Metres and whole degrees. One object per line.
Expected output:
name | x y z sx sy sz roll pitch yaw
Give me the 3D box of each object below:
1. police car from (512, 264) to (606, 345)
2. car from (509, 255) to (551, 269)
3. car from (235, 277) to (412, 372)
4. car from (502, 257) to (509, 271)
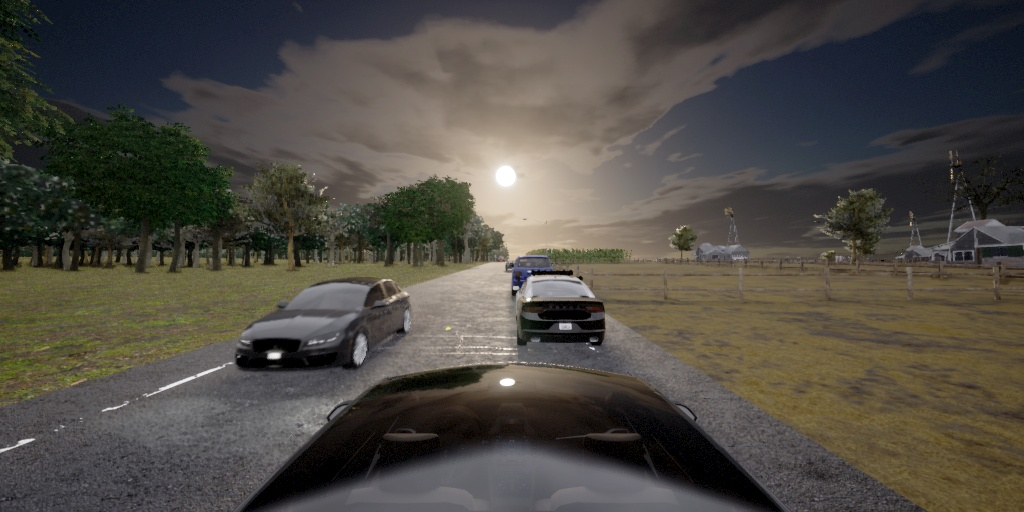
police car | 1.051 1.181 9.628 1.930 1.638 5.238 0 0 0
car | 1.054 0.983 19.560 2.150 2.045 5.566 0 0 0
car | -3.600 1.259 7.859 1.837 1.490 4.892 0 0 0
car | 0.048 1.253 50.136 2.128 1.511 4.902 0 0 1
